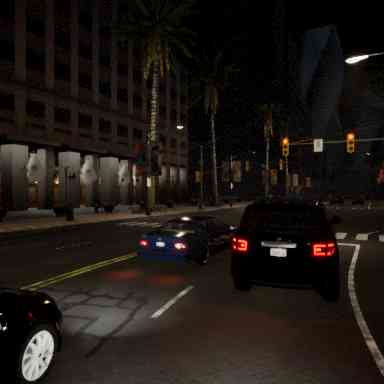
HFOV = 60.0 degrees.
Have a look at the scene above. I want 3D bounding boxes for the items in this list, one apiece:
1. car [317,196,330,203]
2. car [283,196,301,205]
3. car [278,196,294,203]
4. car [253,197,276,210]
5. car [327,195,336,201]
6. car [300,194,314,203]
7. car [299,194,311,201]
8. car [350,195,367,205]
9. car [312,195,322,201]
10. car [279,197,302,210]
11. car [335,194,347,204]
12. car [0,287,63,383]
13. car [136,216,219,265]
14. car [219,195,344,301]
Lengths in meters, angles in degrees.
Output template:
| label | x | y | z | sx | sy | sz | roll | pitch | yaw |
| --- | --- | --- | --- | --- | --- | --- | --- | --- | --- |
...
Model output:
| label | x | y | z | sx | sy | sz | roll | pitch | yaw |
| --- | --- | --- | --- | --- | --- | --- | --- | --- | --- |
| car | 28.238 | 1.552 | 71.245 | 1.994 | 1.385 | 4.181 | 0 | 0 | 29 |
| car | 18.129 | 1.491 | 60.135 | 2.128 | 1.511 | 4.902 | 0 | 0 | 29 |
| car | 19.633 | 1.513 | 69.440 | 2.161 | 1.482 | 4.786 | 0 | 0 | 28 |
| car | 9.869 | 1.505 | 45.062 | 1.837 | 1.490 | 4.892 | 0 | 0 | 29 |
| car | 35.553 | 1.483 | 84.691 | 1.812 | 1.442 | 4.674 | 0 | 0 | 28 |
| car | 25.389 | 1.355 | 73.331 | 2.097 | 1.767 | 4.553 | 0 | 0 | 29 |
| car | 30.191 | 1.354 | 88.663 | 2.185 | 1.767 | 4.553 | 0 | 0 | 28 |
| car | 29.063 | 1.601 | 57.920 | 1.895 | 1.301 | 4.718 | 0 | 0 | 29 |
| car | 32.587 | 1.478 | 86.568 | 1.812 | 1.442 | 4.674 | 0 | 0 | 28 |
| car | 12.961 | 1.477 | 43.422 | 1.882 | 1.535 | 5.008 | 0 | 0 | 29 |
| car | 26.570 | 1.352 | 60.664 | 2.097 | 1.767 | 4.553 | 0 | 0 | 29 |
| car | -2.896 | 1.505 | 2.552 | 1.837 | 1.490 | 4.892 | 0 | 0 | 9 |
| car | 0.188 | 1.547 | 11.790 | 2.033 | 1.411 | 5.357 | 0 | 0 | 26 |
| car | 2.613 | 1.221 | 8.701 | 2.150 | 2.045 | 5.566 | 0 | 0 | 22 |
